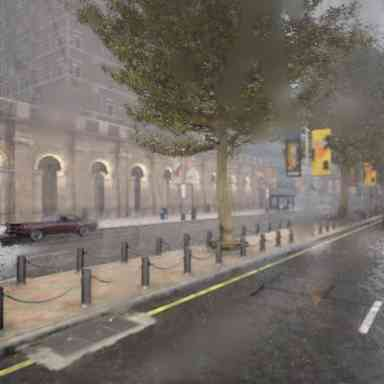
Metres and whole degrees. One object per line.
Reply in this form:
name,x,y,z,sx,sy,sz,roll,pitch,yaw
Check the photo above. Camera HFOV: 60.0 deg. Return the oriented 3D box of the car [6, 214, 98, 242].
car,-7.819,1.951,18.941,1.895,1.301,4.718,-1,-1,36
